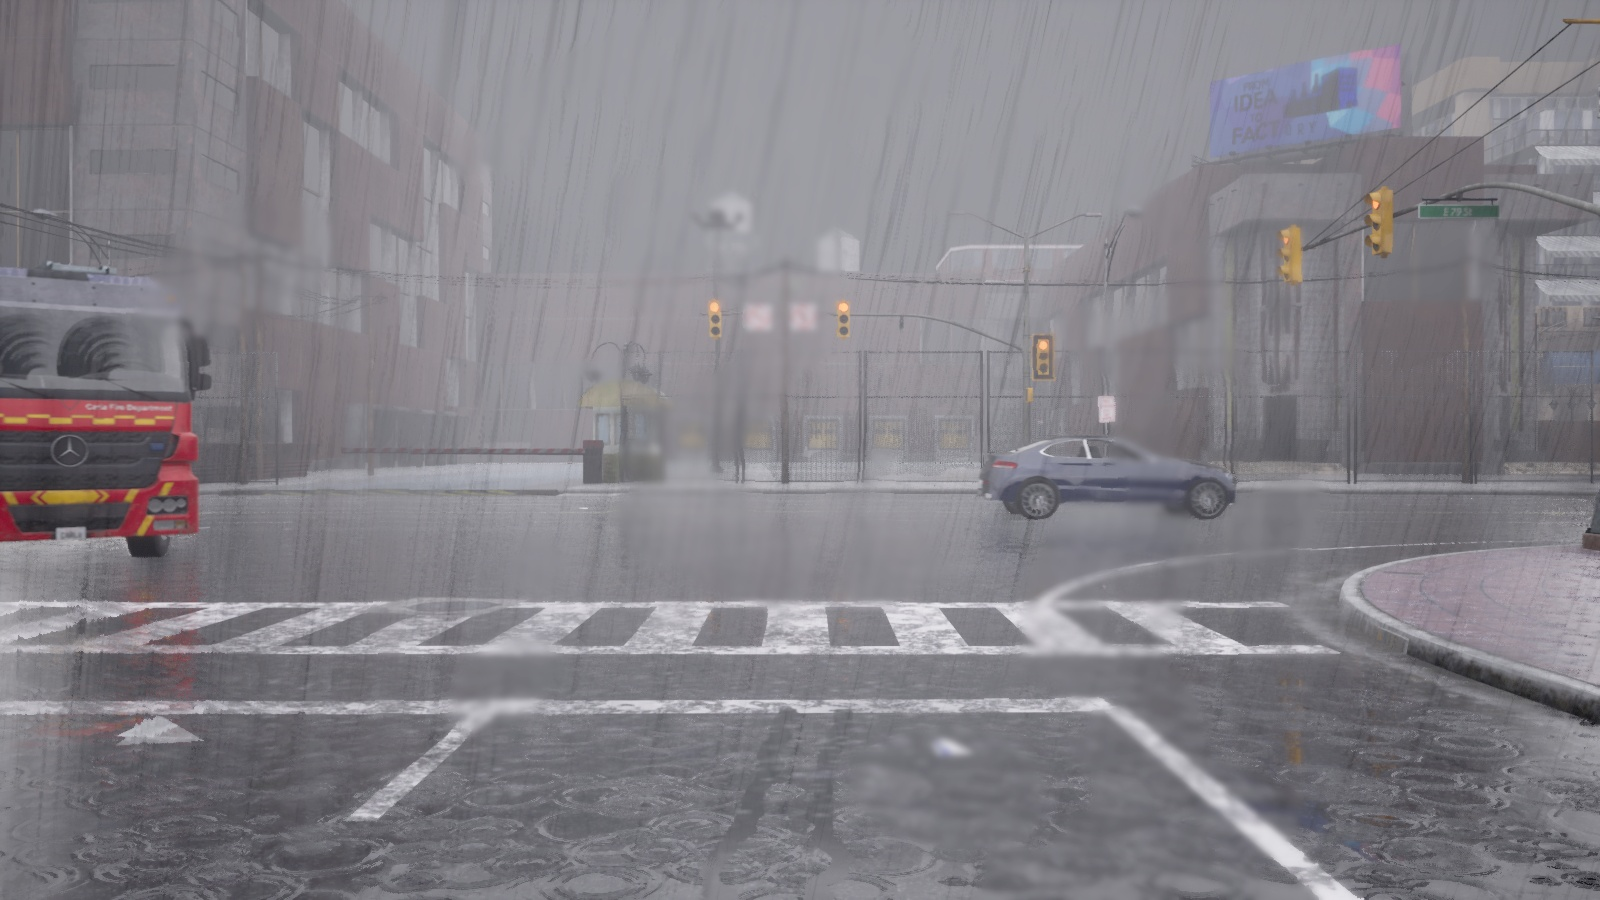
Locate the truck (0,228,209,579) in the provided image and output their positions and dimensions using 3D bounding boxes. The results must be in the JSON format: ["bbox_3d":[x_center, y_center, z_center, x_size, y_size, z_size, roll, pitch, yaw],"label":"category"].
[{"bbox_3d":[-10.891,-0.525,17.373,2.891,3.827,8.468,0,0,-40],"label":"truck"}]

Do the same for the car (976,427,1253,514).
[{"bbox_3d":[6.186,0.388,25.191,5.027,1.651,2.152,0,0,0],"label":"car"}]
